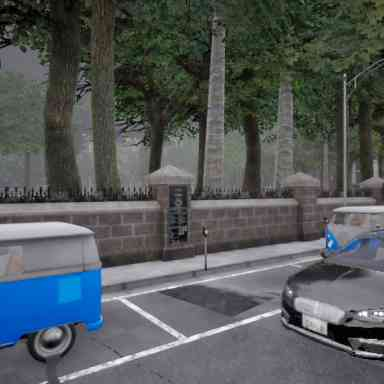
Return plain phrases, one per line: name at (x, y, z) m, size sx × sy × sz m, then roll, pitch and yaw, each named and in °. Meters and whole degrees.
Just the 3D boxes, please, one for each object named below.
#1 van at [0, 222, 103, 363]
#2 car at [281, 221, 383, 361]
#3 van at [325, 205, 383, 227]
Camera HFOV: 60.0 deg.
van at (-3.184, 1.341, 4.263) m, size 3.998 × 1.788 × 1.690 m, roll 0°, pitch 0°, yaw -36°
car at (3.619, 1.493, 5.844) m, size 4.902 × 1.511 × 2.128 m, roll 0°, pitch 0°, yaw -36°
van at (6.021, 1.342, 10.845) m, size 3.998 × 1.788 × 1.690 m, roll 0°, pitch 0°, yaw -36°
